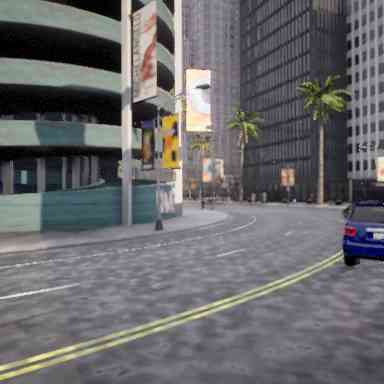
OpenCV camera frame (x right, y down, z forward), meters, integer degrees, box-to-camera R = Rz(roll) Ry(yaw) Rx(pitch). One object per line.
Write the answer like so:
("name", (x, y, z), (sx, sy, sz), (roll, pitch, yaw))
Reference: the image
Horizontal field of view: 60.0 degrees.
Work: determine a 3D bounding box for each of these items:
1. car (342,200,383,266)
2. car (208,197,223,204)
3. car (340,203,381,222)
("car", (6.644, 1.262, 11.014), (2.150, 2.045, 5.566), (0, 0, 38))
("car", (5.555, 1.977, 79.282), (2.231, 1.521, 4.892), (0, 0, -26))
("car", (14.112, 1.672, 28.120), (1.994, 1.385, 4.181), (0, 0, 11))
